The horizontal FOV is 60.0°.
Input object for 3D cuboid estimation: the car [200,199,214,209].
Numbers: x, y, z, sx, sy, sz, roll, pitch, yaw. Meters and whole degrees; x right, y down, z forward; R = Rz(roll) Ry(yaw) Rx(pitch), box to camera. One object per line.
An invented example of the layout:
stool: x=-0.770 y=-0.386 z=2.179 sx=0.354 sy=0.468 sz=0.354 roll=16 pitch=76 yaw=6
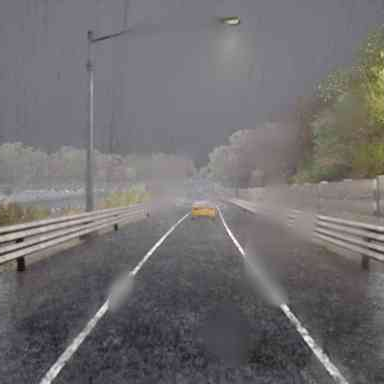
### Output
car: x=2.384 y=1.774 z=51.699 sx=2.033 sy=1.411 sz=5.357 roll=0 pitch=0 yaw=3

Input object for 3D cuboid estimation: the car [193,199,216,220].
car: x=1.089 y=1.601 z=29.863 sx=1.882 sy=1.535 sz=5.008 roll=0 pitch=0 yaw=3
